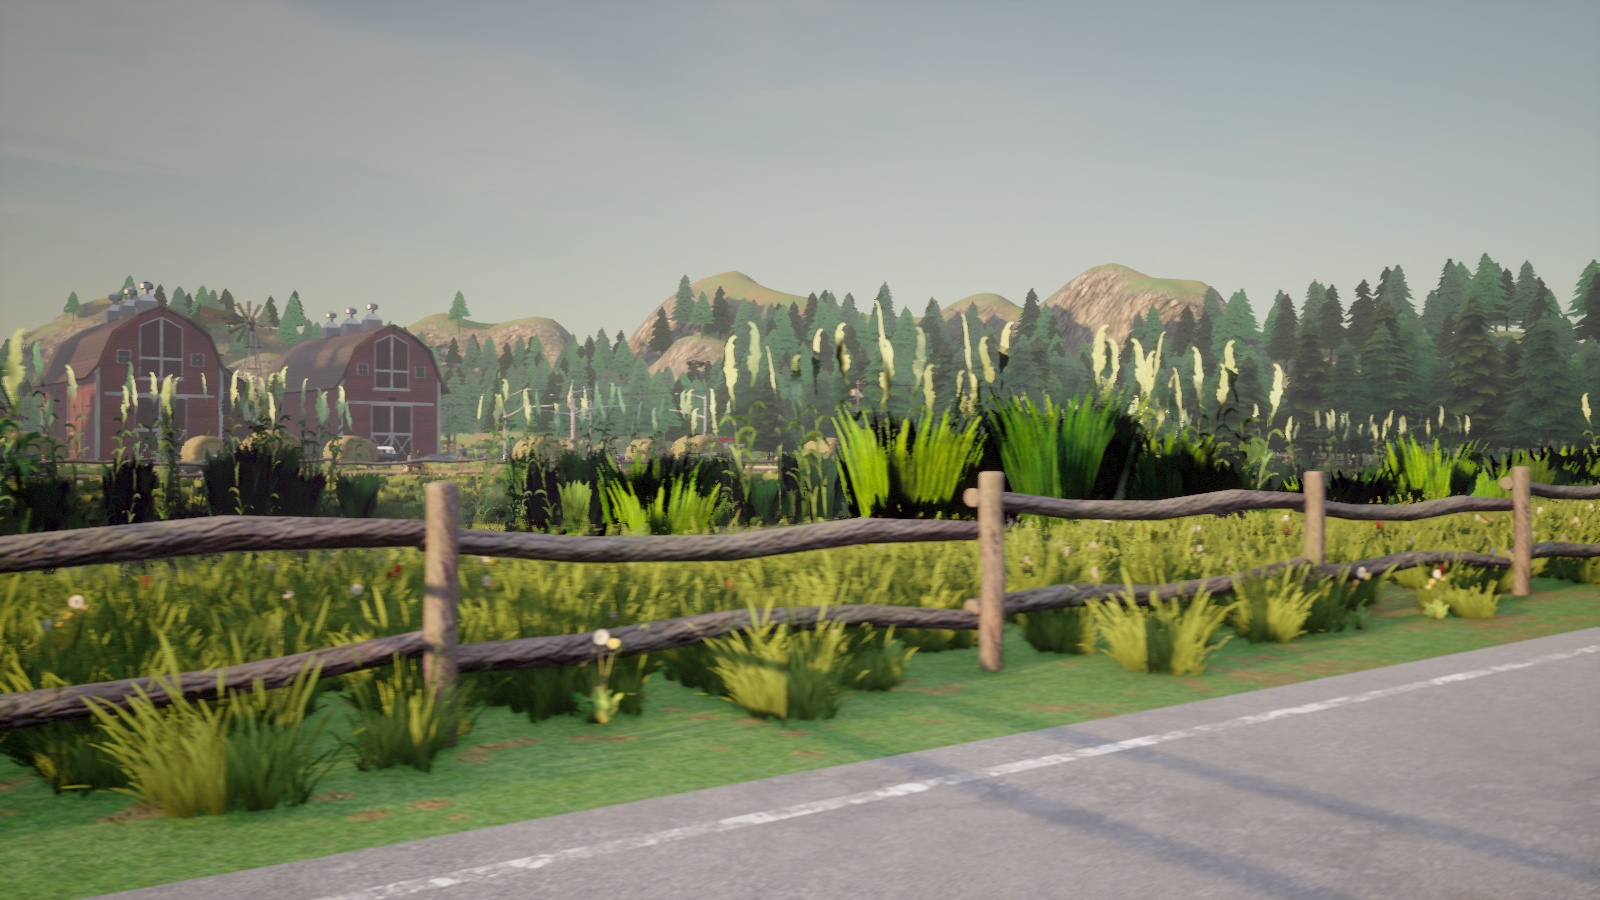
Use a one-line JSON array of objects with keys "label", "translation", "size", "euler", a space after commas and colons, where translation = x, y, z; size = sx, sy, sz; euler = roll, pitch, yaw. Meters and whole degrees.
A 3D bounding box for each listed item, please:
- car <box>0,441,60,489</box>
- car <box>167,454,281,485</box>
[{"label": "car", "translation": [-34.966, 0.635, 53.635], "size": [5.566, 2.045, 2.150], "euler": [0, 0, -38]}, {"label": "car", "translation": [-28.839, 0.930, 62.924], "size": [4.892, 1.490, 1.837], "euler": [0, 0, -38]}]
